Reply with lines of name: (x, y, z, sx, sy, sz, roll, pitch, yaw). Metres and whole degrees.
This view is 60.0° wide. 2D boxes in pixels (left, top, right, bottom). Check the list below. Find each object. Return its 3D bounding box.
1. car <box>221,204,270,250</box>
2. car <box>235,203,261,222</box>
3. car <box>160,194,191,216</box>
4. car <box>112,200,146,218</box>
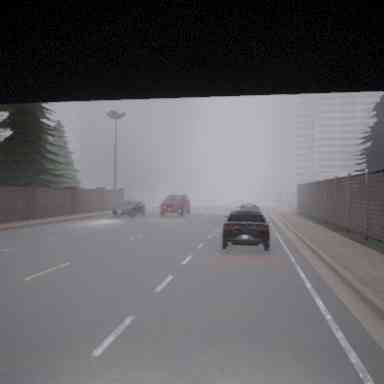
car: (2.409, 1.533, 14.845, 1.882, 1.535, 5.008, 1, 0, 10)
car: (4.831, 1.674, 28.523, 1.994, 1.385, 4.181, 1, 0, 10)
car: (-1.557, 1.264, 33.092, 2.150, 2.045, 5.566, 1, 0, 10)
car: (-5.642, 1.471, 30.322, 2.128, 1.511, 4.902, 1, 0, 11)
